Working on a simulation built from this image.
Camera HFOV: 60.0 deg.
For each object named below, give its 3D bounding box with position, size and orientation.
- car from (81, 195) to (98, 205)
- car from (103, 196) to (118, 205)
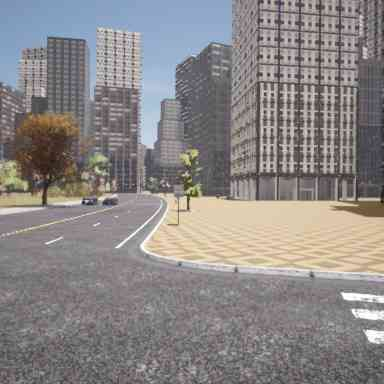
[{"bbox_3d":[-16.283,1.307,53.244,2.128,1.511,4.902,1,0,-4],"label":"car"},{"bbox_3d":[-13.043,1.408,53.493,1.994,1.385,4.181,1,0,-4],"label":"car"}]
